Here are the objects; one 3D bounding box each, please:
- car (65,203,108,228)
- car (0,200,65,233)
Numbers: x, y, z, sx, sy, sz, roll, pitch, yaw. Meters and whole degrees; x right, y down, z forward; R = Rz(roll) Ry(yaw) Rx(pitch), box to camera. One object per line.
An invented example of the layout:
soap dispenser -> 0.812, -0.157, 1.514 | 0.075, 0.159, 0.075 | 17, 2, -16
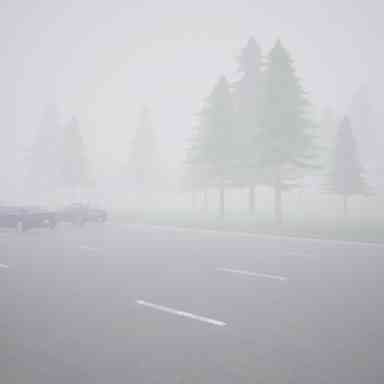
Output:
car -> -7.717, 1.482, 22.313 | 4.902, 1.511, 2.128 | 0, 0, 36
car -> -9.908, 1.468, 19.577 | 5.008, 1.535, 1.882 | 0, 0, 36
